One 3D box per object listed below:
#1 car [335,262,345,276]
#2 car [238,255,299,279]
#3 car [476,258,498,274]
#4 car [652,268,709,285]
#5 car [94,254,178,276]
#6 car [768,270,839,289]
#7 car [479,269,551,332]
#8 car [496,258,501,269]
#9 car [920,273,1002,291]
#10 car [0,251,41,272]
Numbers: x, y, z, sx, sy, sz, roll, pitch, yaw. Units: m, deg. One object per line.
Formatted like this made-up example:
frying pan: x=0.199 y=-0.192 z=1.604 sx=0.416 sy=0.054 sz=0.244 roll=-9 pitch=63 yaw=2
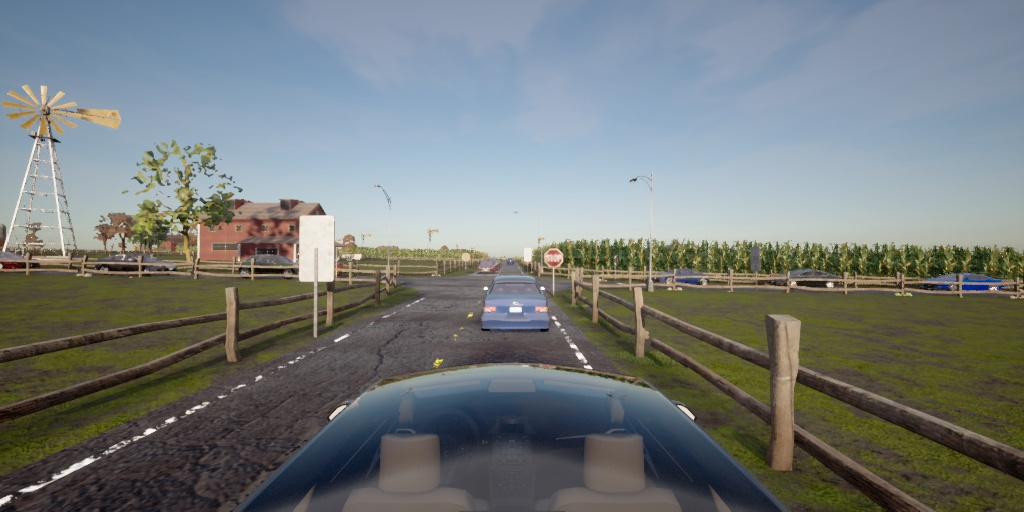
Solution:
car: x=-16.257 y=0.900 z=29.070 sx=5.008 sy=1.535 sz=1.882 roll=1 pitch=-1 yaw=0
car: x=-17.110 y=0.721 z=26.127 sx=4.553 sy=1.767 sz=2.097 roll=1 pitch=-1 yaw=0
car: x=-2.936 y=1.296 z=41.813 sx=1.812 sy=1.442 sz=4.674 roll=0 pitch=0 yaw=-1
car: x=13.522 y=1.684 z=28.916 sx=4.181 sy=1.385 sz=1.994 roll=1 pitch=-1 yaw=-2
car: x=-27.320 y=0.623 z=26.179 sx=4.902 sy=1.511 sz=2.128 roll=1 pitch=-1 yaw=0
car: x=23.393 y=1.851 z=28.861 sx=4.892 sy=1.490 sz=1.837 roll=1 pitch=-1 yaw=0
car: x=0.074 y=1.300 z=10.896 sx=2.033 sy=1.411 sz=5.357 roll=0 pitch=0 yaw=0
car: x=-2.989 y=1.132 z=50.852 sx=2.097 sy=1.767 sz=4.553 roll=0 pitch=0 yaw=0
car: x=35.936 y=2.115 z=28.785 sx=5.008 sy=1.535 sz=1.882 roll=1 pitch=-1 yaw=1
car: x=-37.763 y=0.370 z=26.245 sx=5.008 sy=1.535 sz=1.882 roll=1 pitch=-1 yaw=0
